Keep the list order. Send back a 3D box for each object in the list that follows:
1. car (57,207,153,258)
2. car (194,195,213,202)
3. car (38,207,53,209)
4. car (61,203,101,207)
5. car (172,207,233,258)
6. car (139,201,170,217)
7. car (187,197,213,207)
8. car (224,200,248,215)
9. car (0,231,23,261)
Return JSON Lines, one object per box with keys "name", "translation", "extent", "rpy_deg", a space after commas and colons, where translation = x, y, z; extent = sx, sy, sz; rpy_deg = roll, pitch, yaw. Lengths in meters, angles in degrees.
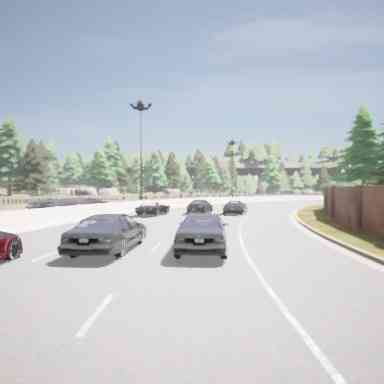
{"name": "car", "translation": [-3.094, 1.516, 12.571], "extent": [2.033, 1.411, 5.357], "rpy_deg": [0, 0, 4]}
{"name": "car", "translation": [2.629, 1.340, 74.180], "extent": [1.812, 1.442, 4.674], "rpy_deg": [0, 0, 36]}
{"name": "car", "translation": [-13.455, 1.459, 35.132], "extent": [2.033, 1.411, 5.357], "rpy_deg": [0, 0, 16]}
{"name": "car", "translation": [-10.370, 1.395, 32.977], "extent": [1.882, 1.535, 5.008], "rpy_deg": [0, 0, 16]}
{"name": "car", "translation": [0.413, 1.516, 12.570], "extent": [2.033, 1.411, 5.357], "rpy_deg": [0, 0, 4]}
{"name": "car", "translation": [-3.518, 1.524, 30.919], "extent": [1.895, 1.301, 4.718], "rpy_deg": [0, 0, 15]}
{"name": "car", "translation": [0.828, 1.443, 33.305], "extent": [1.812, 1.442, 4.674], "rpy_deg": [0, 0, 17]}
{"name": "car", "translation": [4.339, 1.483, 32.773], "extent": [1.994, 1.385, 4.181], "rpy_deg": [0, 0, 17]}
{"name": "car", "translation": [-6.733, 1.540, 9.510], "extent": [1.994, 1.385, 4.181], "rpy_deg": [0, 0, 2]}
